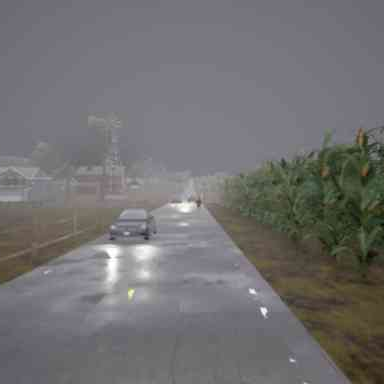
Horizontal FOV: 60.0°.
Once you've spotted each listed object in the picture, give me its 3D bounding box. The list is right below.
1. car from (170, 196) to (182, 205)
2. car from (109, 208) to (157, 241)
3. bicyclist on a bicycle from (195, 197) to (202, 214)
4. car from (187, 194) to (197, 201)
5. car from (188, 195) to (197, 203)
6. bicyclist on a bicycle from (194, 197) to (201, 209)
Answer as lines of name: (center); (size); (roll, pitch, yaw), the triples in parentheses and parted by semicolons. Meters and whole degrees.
car: (-2.765, 1.485, 59.262); (2.033, 1.411, 5.357); (0, 0, 1)
car: (-2.856, 1.552, 16.918); (1.812, 1.442, 4.674); (0, 0, 0)
bicyclist on a bicycle: (0.764, 1.380, 34.724); (0.659, 1.776, 1.843); (0, 0, 0)
car: (0.019, 1.370, 78.040); (2.128, 1.511, 4.902); (0, 0, 0)
car: (0.052, 1.389, 68.562); (2.128, 1.511, 4.902); (0, 0, 1)
bicyclist on a bicycle: (0.770, 1.420, 44.408); (0.866, 1.612, 1.509); (0, 0, 0)
